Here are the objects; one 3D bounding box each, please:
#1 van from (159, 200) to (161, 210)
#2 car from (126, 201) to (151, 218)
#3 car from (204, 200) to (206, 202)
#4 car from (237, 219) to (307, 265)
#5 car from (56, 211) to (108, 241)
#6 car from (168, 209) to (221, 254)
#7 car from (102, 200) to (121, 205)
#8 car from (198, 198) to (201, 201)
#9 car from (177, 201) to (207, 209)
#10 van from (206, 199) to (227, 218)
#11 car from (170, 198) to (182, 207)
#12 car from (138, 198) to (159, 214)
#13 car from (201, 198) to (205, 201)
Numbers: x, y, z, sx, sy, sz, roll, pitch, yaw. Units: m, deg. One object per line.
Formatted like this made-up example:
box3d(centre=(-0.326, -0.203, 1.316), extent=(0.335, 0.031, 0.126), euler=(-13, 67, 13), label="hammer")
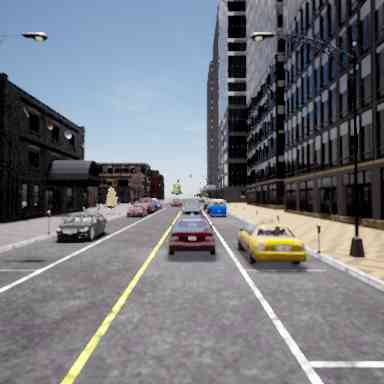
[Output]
box3d(centre=(-5.656, 1.775, 45.808), extent=(1.690, 1.788, 3.998), euler=(1, -1, 0), label="van")
box3d(centre=(-5.664, 1.908, 34.518), extent=(1.802, 1.307, 4.206), euler=(1, -1, 0), label="car")
box3d(centre=(2.685, 1.945, 40.103), extent=(1.947, 1.339, 4.313), euler=(1, -1, 0), label="car")
box3d(centre=(2.674, 1.640, 12.055), extent=(1.752, 1.417, 4.829), euler=(1, -1, 0), label="car")
box3d(centre=(-5.671, 1.717, 17.587), extent=(2.008, 1.369, 4.403), euler=(1, -1, 0), label="car")
box3d(centre=(0.007, 1.680, 13.998), extent=(2.033, 1.411, 5.357), euler=(0, -1, 0), label="car")
box3d(centre=(-19.383, 2.562, 80.117), extent=(4.313, 1.339, 1.947), euler=(-1, -1, 1), label="car")
box3d(centre=(2.744, 2.343, 94.982), extent=(1.967, 1.590, 4.097), euler=(1, -1, 0), label="car")
box3d(centre=(0.014, 1.821, 29.000), extent=(2.033, 1.411, 5.357), euler=(0, -1, 0), label="car")
box3d(centre=(2.687, 1.667, 34.462), extent=(1.690, 1.788, 3.998), euler=(1, -1, 0), label="van")
box3d(centre=(-2.975, 1.953, 63.682), extent=(2.097, 1.767, 4.553), euler=(0, 0, 0), label="car")
box3d(centre=(-5.658, 1.695, 40.164), extent=(2.192, 1.841, 5.009), euler=(1, -1, 0), label="car")
box3d(centre=(2.690, 2.052, 51.392), extent=(1.947, 1.339, 4.313), euler=(1, -1, 0), label="car")
